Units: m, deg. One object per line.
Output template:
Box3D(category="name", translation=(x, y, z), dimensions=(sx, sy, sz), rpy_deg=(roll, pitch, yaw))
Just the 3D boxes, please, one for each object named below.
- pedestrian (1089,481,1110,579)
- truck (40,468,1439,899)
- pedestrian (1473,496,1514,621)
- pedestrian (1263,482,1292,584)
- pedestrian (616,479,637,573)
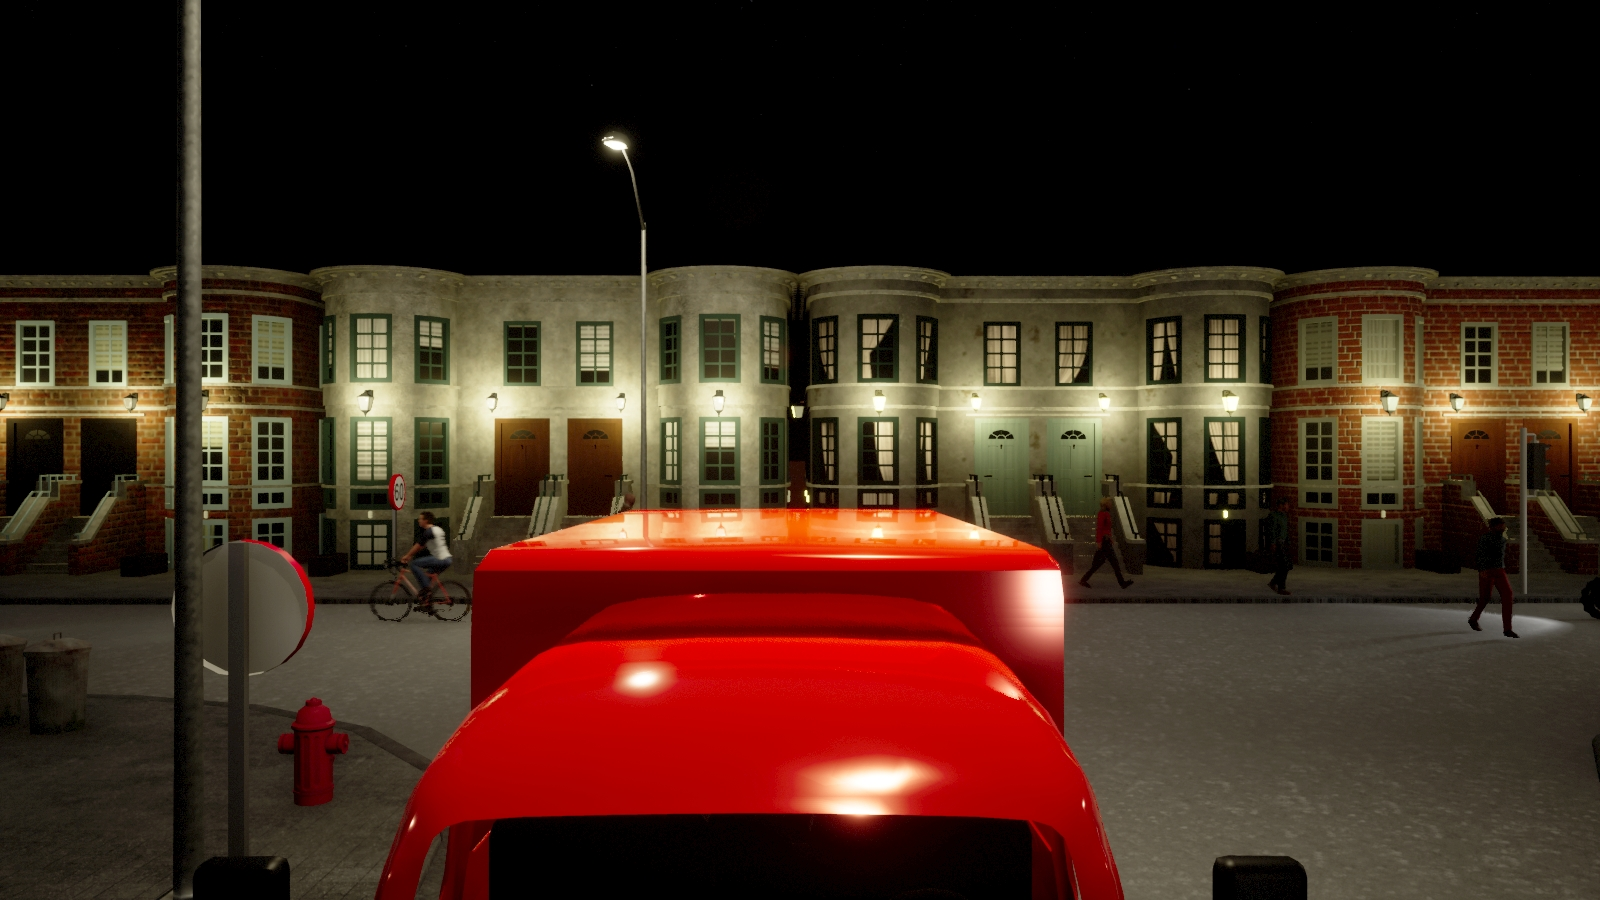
Box3D(category="pedestrian", translation=(5.753, 1.525, 21.938), dimensions=(0.375, 1.860, 0.375), rpy_deg=(0, 0, 16))
Box3D(category="truck", translation=(-0.117, 1.348, 4.748), dimensions=(2.627, 2.467, 5.204), rpy_deg=(0, 0, 0))
Box3D(category="pedestrian", translation=(10.500, 1.629, 17.298), dimensions=(0.375, 1.860, 0.375), rpy_deg=(0, 0, -7))
Box3D(category="pedestrian", translation=(8.833, 1.524, 21.122), dimensions=(0.375, 1.860, 0.375), rpy_deg=(0, 0, -44))
Box3D(category="pedestrian", translation=(-3.489, 1.525, 22.986), dimensions=(0.375, 1.860, 0.375), rpy_deg=(0, 0, -5))
